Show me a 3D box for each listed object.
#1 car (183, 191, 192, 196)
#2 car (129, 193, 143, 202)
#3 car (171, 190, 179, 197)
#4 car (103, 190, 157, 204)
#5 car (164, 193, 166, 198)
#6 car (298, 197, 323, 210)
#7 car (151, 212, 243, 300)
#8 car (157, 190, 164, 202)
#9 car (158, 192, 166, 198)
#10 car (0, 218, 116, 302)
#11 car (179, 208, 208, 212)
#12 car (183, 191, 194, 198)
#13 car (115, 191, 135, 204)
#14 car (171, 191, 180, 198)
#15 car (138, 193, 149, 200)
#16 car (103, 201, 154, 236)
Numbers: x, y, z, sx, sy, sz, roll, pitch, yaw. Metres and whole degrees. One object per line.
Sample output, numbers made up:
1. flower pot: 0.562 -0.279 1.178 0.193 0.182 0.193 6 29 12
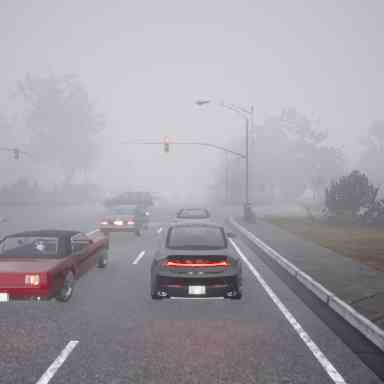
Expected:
1. car: -1.424 0.465 95.112 2.033 1.411 5.357 0 1 -7
2. car: -10.676 0.987 63.683 1.882 1.535 5.008 0 1 0
3. car: -4.912 0.451 94.749 2.097 1.767 4.553 0 1 -7
4. car: -7.012 0.958 37.147 5.566 2.045 2.150 0 0 -3
5. car: -7.237 0.876 73.642 1.882 1.535 5.008 0 1 -1
6. car: 15.181 1.273 38.446 5.357 1.411 2.033 0 0 -3
7. car: 0.088 1.473 8.315 1.837 1.490 4.892 0 0 0
8. car: -7.166 0.733 63.452 2.150 2.045 5.566 0 1 -1
9. car: -7.602 0.780 83.911 1.812 1.442 4.674 0 1 -3
10. car: -3.413 1.570 8.135 1.895 1.301 4.718 0 0 0
11. car: 0.080 1.497 17.628 1.895 1.301 4.718 0 0 0
12. car: -0.671 0.783 85.235 1.994 1.385 4.181 0 1 -4
13. car: -10.691 0.821 53.796 2.150 2.045 5.566 0 0 0
14. car: -4.143 0.602 84.681 2.097 1.767 4.553 0 1 -4
15. car: -10.742 0.991 73.769 1.895 1.301 4.718 0 1 -1
16. car: -3.446 1.442 17.724 2.033 1.411 5.357 0 0 -1
